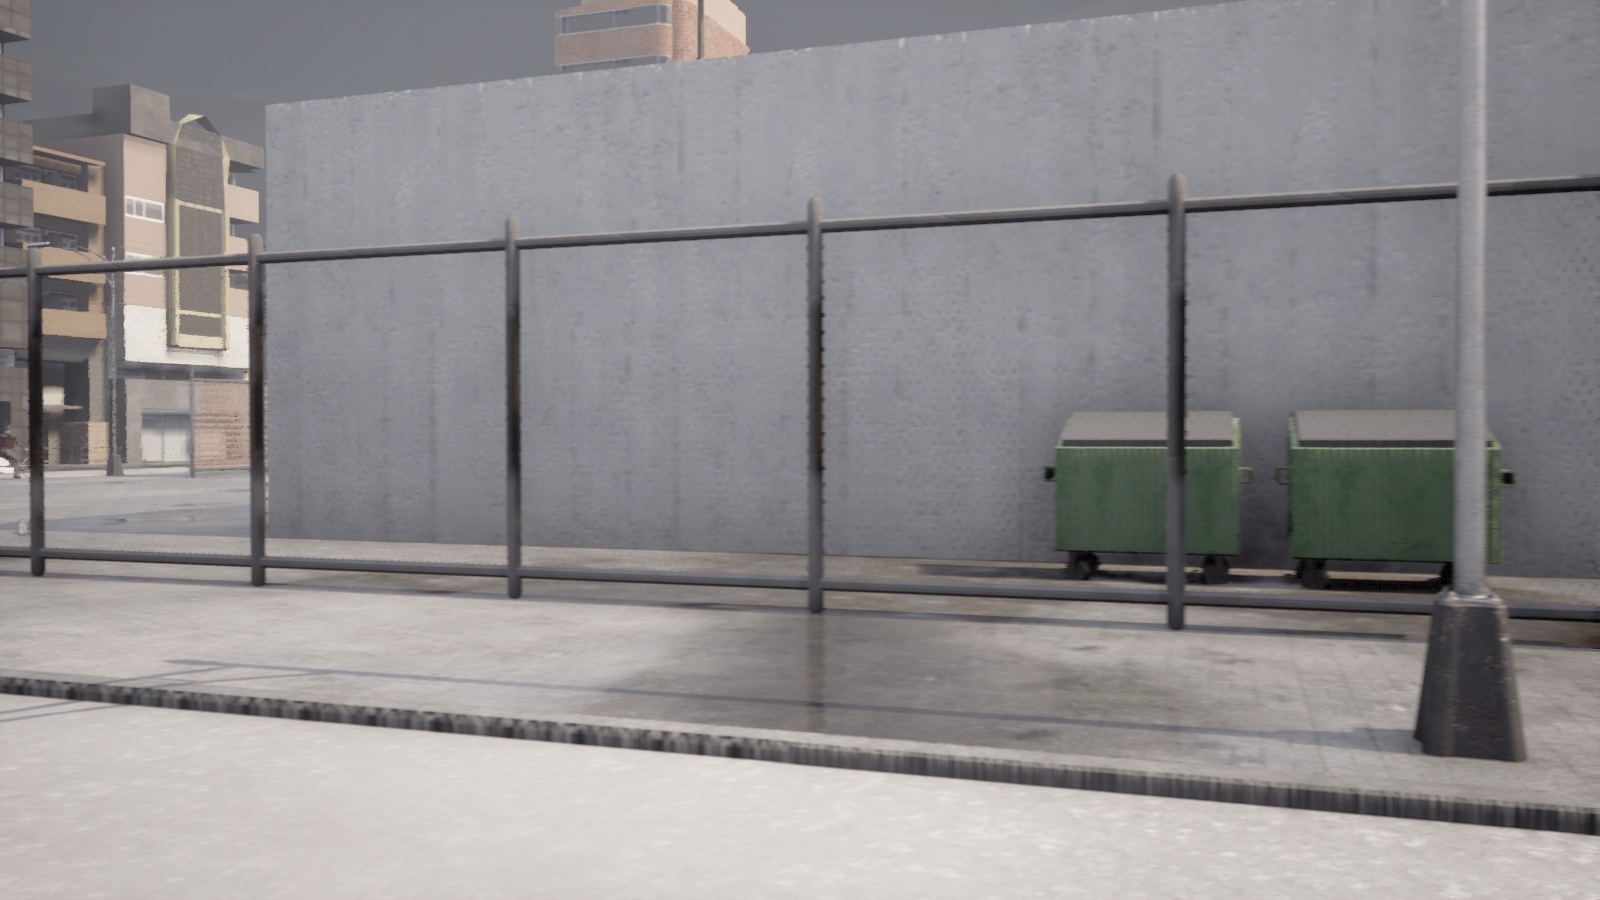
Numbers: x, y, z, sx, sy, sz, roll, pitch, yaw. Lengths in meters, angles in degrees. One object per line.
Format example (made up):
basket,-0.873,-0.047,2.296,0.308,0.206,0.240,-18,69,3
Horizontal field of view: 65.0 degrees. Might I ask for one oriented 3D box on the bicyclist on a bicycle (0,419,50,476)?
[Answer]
bicyclist on a bicycle,-25.179,-0.101,40.339,0.659,1.776,1.843,1,1,19
